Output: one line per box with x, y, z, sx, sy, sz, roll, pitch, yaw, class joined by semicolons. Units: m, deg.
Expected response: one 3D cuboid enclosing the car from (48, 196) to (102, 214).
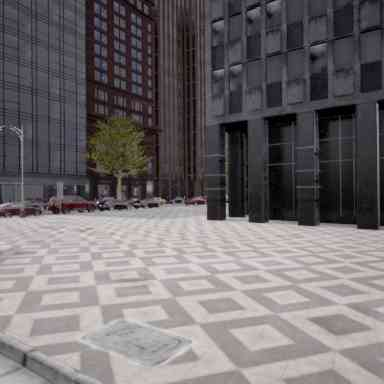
-12.149;1.291;33.914;2.192;1.841;5.009;-1;0;35;car

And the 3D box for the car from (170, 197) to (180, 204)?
-3.193;1.575;61.980;1.947;1.339;4.313;-1;0;35;car

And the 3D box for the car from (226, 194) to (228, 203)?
3.825;1.223;57.145;2.192;1.841;5.009;-1;0;35;car

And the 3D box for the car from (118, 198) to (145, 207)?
-9.583;1.614;52.686;1.802;1.307;4.206;-1;0;35;car

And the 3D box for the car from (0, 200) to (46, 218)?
-15.342;1.577;29.267;1.802;1.307;4.206;-1;0;35;car

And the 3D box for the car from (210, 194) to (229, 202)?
6.392;1.297;75.922;2.192;1.841;5.009;-1;0;35;car

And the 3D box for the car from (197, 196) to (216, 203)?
3.198;1.536;71.274;1.887;1.381;4.507;-1;0;35;car

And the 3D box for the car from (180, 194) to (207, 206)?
0.632;1.463;52.498;1.887;1.381;4.507;-1;0;35;car

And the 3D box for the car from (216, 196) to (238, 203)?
7.138;1.470;66.496;2.033;1.411;5.357;-1;0;35;car

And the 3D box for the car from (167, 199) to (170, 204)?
-6.485;1.545;57.192;1.752;1.417;4.829;-1;0;35;car

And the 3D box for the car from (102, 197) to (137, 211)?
-8.952;1.525;38.559;1.947;1.339;4.313;-1;0;35;car

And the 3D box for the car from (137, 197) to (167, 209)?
-5.758;1.510;43.205;1.947;1.339;4.313;-1;0;35;car

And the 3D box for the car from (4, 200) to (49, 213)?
-19.169;1.643;38.746;1.947;1.339;4.313;-1;0;35;car

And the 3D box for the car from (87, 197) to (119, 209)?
-12.781;1.485;48.039;1.967;1.590;4.097;-1;0;35;car

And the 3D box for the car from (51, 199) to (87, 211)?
-15.974;1.643;43.393;1.802;1.307;4.206;-1;0;35;car

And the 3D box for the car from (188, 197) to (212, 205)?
1.477;1.540;58.265;1.895;1.301;4.718;-1;0;34;car

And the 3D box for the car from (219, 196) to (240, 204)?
7.022;1.464;61.790;1.947;1.339;4.313;-1;0;35;car
